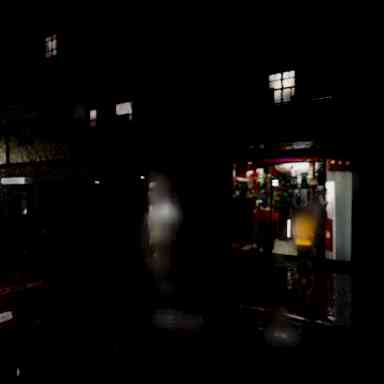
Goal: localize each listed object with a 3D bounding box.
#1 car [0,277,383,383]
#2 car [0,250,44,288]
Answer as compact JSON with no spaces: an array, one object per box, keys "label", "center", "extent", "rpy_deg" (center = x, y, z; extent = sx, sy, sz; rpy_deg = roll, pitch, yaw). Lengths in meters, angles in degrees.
[{"label":"car","center":[0.287,1.582,2.497],"extent":[4.206,1.307,1.802],"rpy_deg":[0,1,35]},{"label":"car","center":[-4.353,1.546,5.746],"extent":[4.507,1.381,1.887],"rpy_deg":[0,1,35]}]
